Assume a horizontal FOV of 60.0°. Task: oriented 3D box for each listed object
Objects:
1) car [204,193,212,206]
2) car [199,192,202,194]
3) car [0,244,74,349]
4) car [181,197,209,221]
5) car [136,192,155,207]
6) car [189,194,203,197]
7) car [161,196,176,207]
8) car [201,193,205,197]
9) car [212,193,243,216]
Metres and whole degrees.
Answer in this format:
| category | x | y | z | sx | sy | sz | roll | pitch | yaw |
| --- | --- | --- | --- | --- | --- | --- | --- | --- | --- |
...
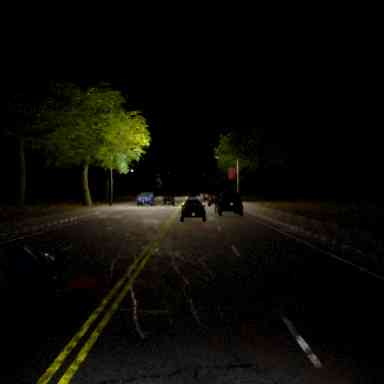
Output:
| category | x | y | z | sx | sy | sz | roll | pitch | yaw |
| --- | --- | --- | --- | --- | --- | --- | --- | --- | --- |
| car | 3.346 | 1.137 | 49.160 | 2.097 | 1.767 | 4.553 | 0 | 0 | 0 |
| car | 3.245 | 1.163 | 77.912 | 2.128 | 1.511 | 4.902 | 0 | 0 | 0 |
| car | -3.349 | 1.525 | 4.639 | 2.033 | 1.411 | 5.357 | 0 | 0 | 0 |
| car | 0.097 | 1.409 | 26.056 | 1.812 | 1.442 | 4.674 | 0 | 0 | 0 |
| car | -6.569 | 1.013 | 47.781 | 2.150 | 2.045 | 5.566 | 0 | 0 | 0 |
| car | 0.097 | 1.335 | 48.506 | 2.033 | 1.411 | 5.357 | 0 | 0 | 0 |
| car | -3.321 | 1.297 | 47.665 | 1.837 | 1.490 | 4.892 | 0 | 0 | 0 |
| car | 3.246 | 1.315 | 66.943 | 1.895 | 1.301 | 4.718 | 0 | 0 | 0 |
| car | 3.349 | 1.084 | 30.744 | 2.150 | 2.045 | 5.566 | 0 | 0 | 0 |
